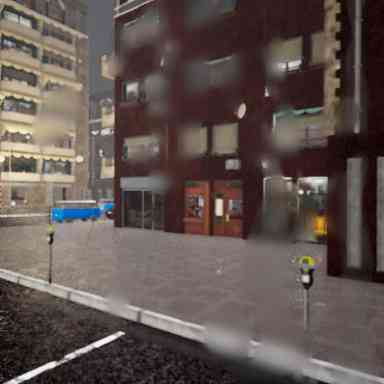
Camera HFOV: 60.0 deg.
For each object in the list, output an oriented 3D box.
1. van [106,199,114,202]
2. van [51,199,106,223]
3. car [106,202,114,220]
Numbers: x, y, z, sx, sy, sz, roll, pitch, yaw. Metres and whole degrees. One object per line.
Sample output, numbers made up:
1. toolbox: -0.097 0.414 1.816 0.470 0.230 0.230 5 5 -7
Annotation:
1. van: -9.889 1.744 40.941 1.690 1.788 3.998 -1 -2 35
2. van: -9.326 1.587 27.019 1.690 1.788 3.998 -1 -2 35
3. car: -6.258 1.918 31.630 1.947 1.339 4.313 -1 -2 35
